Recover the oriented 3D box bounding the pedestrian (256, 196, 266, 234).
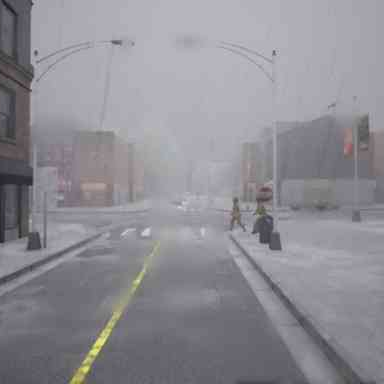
[{"bbox_3d":[3.382,1.126,16.312,0.375,1.860,0.375,1,-1,0],"label":"pedestrian"}]

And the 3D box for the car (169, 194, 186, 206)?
[{"bbox_3d":[-2.474,1.462,51.730,2.033,1.411,5.357,0,0,0],"label":"car"}]

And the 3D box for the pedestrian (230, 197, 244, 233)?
[{"bbox_3d":[2.264,1.123,16.914,0.375,1.860,0.375,1,-1,0],"label":"pedestrian"}]

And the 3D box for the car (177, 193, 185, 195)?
[{"bbox_3d":[-2.383,1.229,69.570,2.097,1.767,4.553,0,0,0],"label":"car"}]

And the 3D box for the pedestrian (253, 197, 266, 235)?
[{"bbox_3d":[3.237,1.127,15.691,0.375,1.860,0.375,1,-1,0],"label":"pedestrian"}]

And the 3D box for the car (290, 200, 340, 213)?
[{"bbox_3d":[12.696,1.495,34.614,4.718,1.301,1.895,-1,-1,0],"label":"car"}]
